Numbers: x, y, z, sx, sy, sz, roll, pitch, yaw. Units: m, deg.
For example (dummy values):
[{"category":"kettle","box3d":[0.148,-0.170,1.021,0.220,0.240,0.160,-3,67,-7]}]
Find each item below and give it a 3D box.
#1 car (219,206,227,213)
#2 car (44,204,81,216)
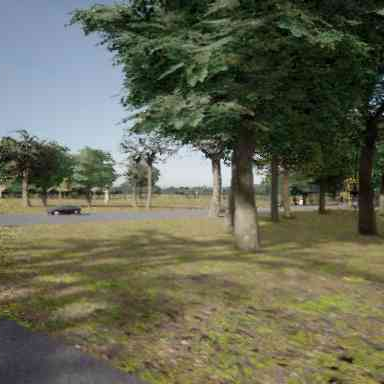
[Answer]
[{"category":"car","box3d":[6.068,3.382,65.192,1.812,1.442,4.674,1,-1,32]},{"category":"car","box3d":[-17.149,2.414,44.250,1.837,1.490,4.892,1,1,36]}]
